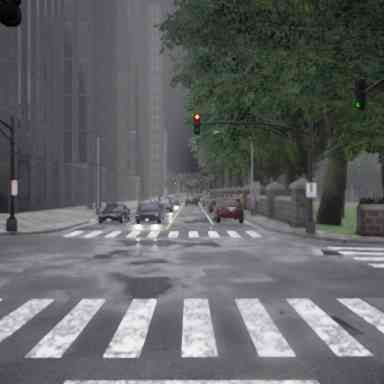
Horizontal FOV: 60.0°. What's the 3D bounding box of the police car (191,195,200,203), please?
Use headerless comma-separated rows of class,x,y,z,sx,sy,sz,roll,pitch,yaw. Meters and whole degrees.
police car,0.767,1.508,76.156,1.930,1.638,5.238,0,0,0

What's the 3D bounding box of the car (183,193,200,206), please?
car,-0.046,1.405,55.456,2.097,1.767,4.553,0,0,0

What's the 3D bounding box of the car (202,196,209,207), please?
car,2.690,1.586,41.763,2.008,1.369,4.403,0,0,0

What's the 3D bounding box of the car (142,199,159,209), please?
car,-5.845,1.625,47.197,1.802,1.307,4.206,0,0,0

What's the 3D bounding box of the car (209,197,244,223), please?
car,2.719,1.330,25.394,2.192,1.841,5.009,0,0,0

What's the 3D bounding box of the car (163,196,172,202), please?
car,-5.903,1.634,79.940,1.887,1.381,4.507,0,0,0

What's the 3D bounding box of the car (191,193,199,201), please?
car,0.739,1.336,92.077,2.150,2.045,5.566,0,0,0

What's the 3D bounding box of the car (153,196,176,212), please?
car,-3.152,1.557,38.568,1.812,1.442,4.674,0,0,-1

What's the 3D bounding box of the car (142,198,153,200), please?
car,-5.835,1.586,41.740,2.008,1.369,4.403,0,0,0

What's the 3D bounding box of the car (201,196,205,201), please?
car,2.680,1.593,47.220,2.008,1.369,4.403,0,0,0

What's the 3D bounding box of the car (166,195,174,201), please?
car,-5.922,1.549,90.854,1.967,1.590,4.097,0,0,0

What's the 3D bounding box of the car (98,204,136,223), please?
car,-5.806,1.581,25.370,1.947,1.339,4.313,0,0,0

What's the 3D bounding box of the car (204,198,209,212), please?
car,2.699,1.594,36.306,1.947,1.339,4.313,0,0,0

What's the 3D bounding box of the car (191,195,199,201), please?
car,0.749,1.607,86.046,1.837,1.490,4.892,0,0,0

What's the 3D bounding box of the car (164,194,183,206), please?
car,-3.135,1.547,56.598,2.128,1.511,4.902,0,0,0

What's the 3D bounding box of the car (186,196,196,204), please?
car,-0.115,1.544,65.511,1.882,1.535,5.008,0,0,0

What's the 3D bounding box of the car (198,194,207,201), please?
car,2.612,1.414,85.416,2.192,1.841,5.009,0,0,0

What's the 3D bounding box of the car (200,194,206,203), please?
car,2.671,1.490,52.676,1.967,1.590,4.097,0,0,0

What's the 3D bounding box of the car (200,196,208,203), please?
car,2.631,1.606,74.672,1.752,1.417,4.829,0,0,0

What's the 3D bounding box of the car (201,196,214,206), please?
car,2.661,1.497,58.133,1.967,1.590,4.097,0,0,0

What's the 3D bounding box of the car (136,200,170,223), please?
car,-3.146,1.563,25.890,2.033,1.411,5.357,0,0,0
